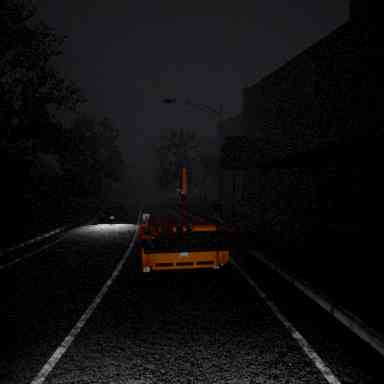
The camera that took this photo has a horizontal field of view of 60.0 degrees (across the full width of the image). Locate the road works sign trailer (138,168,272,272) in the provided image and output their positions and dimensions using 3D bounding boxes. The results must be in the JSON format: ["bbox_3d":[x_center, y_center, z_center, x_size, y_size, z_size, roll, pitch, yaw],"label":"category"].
[{"bbox_3d":[0.029,0.791,7.689,2.380,2.880,3.560,0,0,-10],"label":"road works sign trailer"}]

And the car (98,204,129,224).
[{"bbox_3d":[-5.754,1.573,24.772,1.994,1.385,4.181,-1,0,-8],"label":"car"}]
